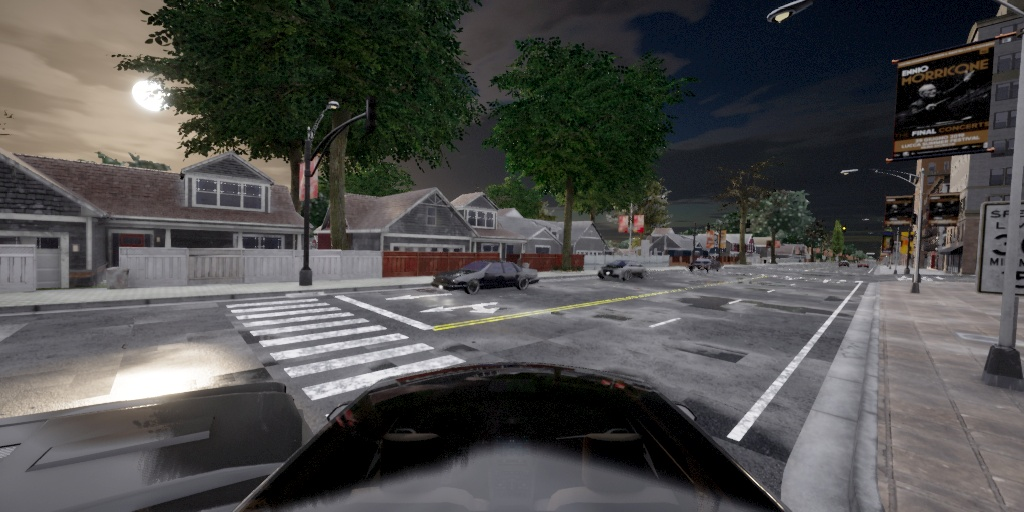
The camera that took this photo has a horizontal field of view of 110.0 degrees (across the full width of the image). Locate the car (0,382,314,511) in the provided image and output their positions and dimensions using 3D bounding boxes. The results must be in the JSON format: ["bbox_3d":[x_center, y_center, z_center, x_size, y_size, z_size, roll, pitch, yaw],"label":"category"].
[{"bbox_3d":[-3.306,1.295,1.232,4.718,1.301,1.895,1,2,-34],"label":"car"}]

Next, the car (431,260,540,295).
[{"bbox_3d":[-1.010,0.897,16.590,5.357,1.411,2.033,0,2,-44],"label":"car"}]

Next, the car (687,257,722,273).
[{"bbox_3d":[19.824,0.850,36.711,5.357,1.411,2.033,0,2,-44],"label":"car"}]

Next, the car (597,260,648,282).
[{"bbox_3d":[7.795,0.975,25.147,4.181,1.385,1.994,1,2,-44],"label":"car"}]
